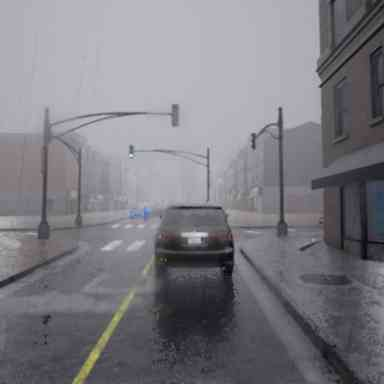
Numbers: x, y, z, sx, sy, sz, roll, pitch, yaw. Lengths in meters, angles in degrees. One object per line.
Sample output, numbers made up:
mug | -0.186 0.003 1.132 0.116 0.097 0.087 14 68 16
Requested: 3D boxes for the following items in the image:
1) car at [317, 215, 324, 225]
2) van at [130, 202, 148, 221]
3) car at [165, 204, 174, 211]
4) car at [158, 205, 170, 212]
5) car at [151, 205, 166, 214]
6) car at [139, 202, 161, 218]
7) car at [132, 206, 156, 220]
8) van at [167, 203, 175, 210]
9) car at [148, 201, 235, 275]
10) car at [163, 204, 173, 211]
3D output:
car | 10.812 1.754 21.939 4.718 1.301 1.895 -1 -3 0
van | -5.338 2.012 34.436 1.690 1.788 3.998 2 -2 0
car | -5.386 3.594 79.747 1.967 1.590 4.097 1 -2 0
car | -5.374 3.187 63.881 1.802 1.307 4.206 2 -2 0
car | -5.362 2.802 53.306 1.887 1.381 4.507 2 -2 0
car | -5.345 2.240 42.738 2.192 1.841 5.009 2 -2 0
car | -5.347 2.323 37.748 2.008 1.369 4.403 2 -2 0
van | -5.389 3.685 85.037 1.690 1.788 3.998 1 -2 0
car | 0.058 1.296 10.855 2.150 2.045 5.566 0 0 0
car | -5.383 3.512 74.457 1.887 1.381 4.507 1 -2 0
